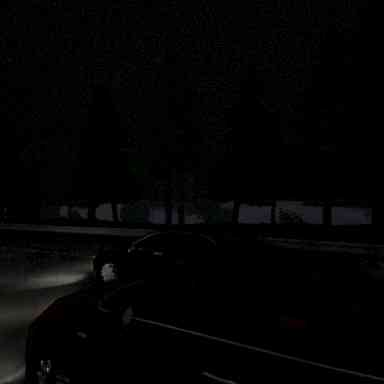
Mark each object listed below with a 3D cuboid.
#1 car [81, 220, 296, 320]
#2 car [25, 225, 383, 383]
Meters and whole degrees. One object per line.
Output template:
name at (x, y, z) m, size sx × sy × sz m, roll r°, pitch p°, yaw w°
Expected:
car at (-0.242, 1.554, 7.947) m, size 4.892 × 1.490 × 1.837 m, roll -1°, pitch -1°, yaw 32°
car at (0.304, 1.369, 3.443) m, size 4.553 × 1.767 × 2.097 m, roll -1°, pitch 0°, yaw 34°
